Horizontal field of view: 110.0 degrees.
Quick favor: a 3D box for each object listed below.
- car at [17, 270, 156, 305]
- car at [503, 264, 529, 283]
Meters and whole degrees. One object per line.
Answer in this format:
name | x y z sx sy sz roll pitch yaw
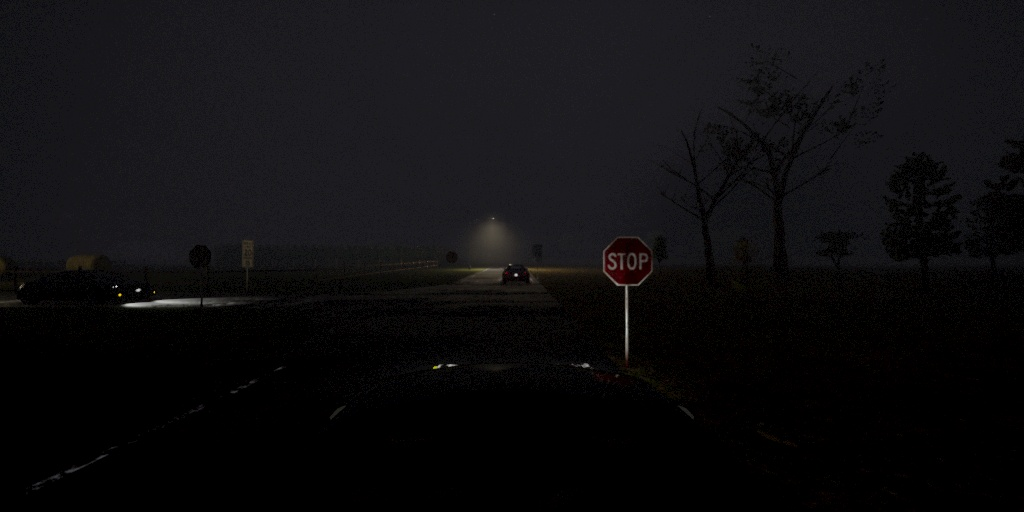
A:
car | -17.944 1.283 15.272 4.181 1.385 1.994 0 -1 -1
car | 0.306 1.324 27.616 1.994 1.385 4.181 0 0 0
